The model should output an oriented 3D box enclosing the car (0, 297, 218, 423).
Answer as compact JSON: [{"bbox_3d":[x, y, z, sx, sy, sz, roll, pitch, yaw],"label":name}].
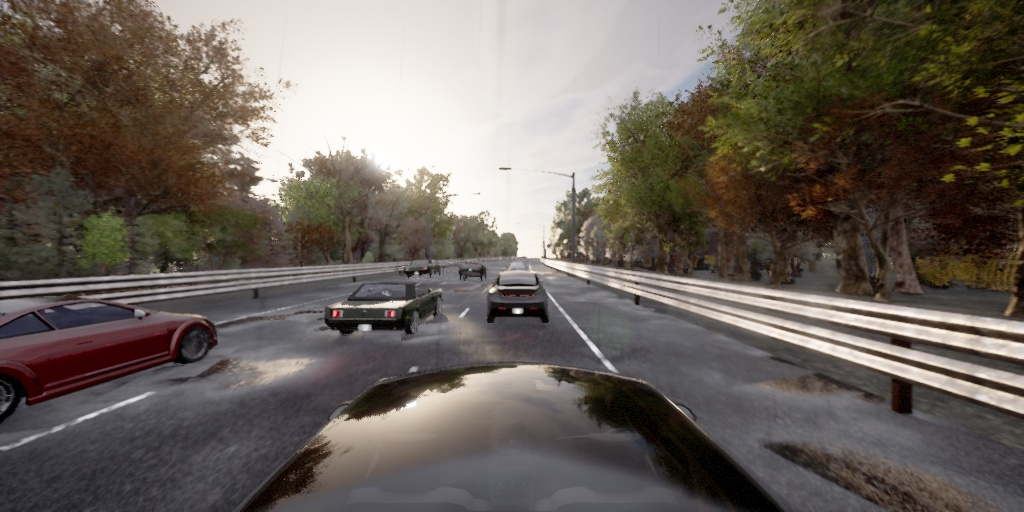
[{"bbox_3d":[-6.852,1.306,5.406,1.994,1.385,4.181,0,0,0],"label":"car"}]

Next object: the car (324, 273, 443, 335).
[{"bbox_3d":[-3.336,1.349,10.417,1.895,1.301,4.718,0,0,1],"label":"car"}]

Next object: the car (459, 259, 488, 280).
[{"bbox_3d":[-2.995,1.091,28.207,2.128,1.511,4.902,2,-6,0],"label":"car"}]

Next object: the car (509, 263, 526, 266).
[{"bbox_3d":[0.447,1.274,29.290,1.812,1.442,4.674,0,0,1],"label":"car"}]

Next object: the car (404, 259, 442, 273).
[{"bbox_3d":[-6.652,0.919,27.368,1.895,1.301,4.718,-4,0,1],"label":"car"}]

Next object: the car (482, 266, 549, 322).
[{"bbox_3d":[0.185,1.258,12.264,1.837,1.490,4.892,0,0,1],"label":"car"}]
